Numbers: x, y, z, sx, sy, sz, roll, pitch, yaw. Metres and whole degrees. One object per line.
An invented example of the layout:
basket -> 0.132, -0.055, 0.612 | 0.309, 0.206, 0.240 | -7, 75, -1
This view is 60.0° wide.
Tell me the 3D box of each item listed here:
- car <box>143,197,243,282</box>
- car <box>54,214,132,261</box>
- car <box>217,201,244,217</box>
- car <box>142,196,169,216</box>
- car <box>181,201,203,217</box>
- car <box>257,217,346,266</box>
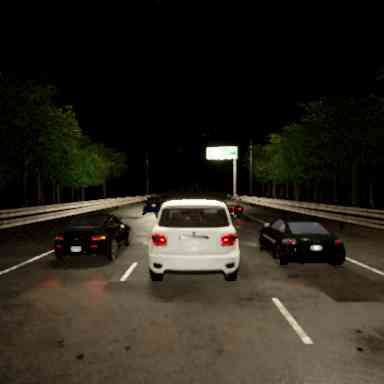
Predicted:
car -> 0.047, 1.217, 9.895 | 2.150, 2.045, 5.566 | 0, 0, 0
car -> -3.452, 1.518, 12.200 | 1.812, 1.442, 4.674 | 0, 0, 0
car -> 3.512, 1.522, 31.156 | 1.895, 1.301, 4.718 | 0, 0, 0
car -> -3.493, 1.269, 32.491 | 2.097, 1.767, 4.553 | 0, 0, 0
car -> 0.009, 1.523, 31.220 | 1.895, 1.301, 4.718 | 0, 0, 0
car -> 3.549, 1.556, 11.489 | 1.994, 1.385, 4.181 | 0, 0, 0
